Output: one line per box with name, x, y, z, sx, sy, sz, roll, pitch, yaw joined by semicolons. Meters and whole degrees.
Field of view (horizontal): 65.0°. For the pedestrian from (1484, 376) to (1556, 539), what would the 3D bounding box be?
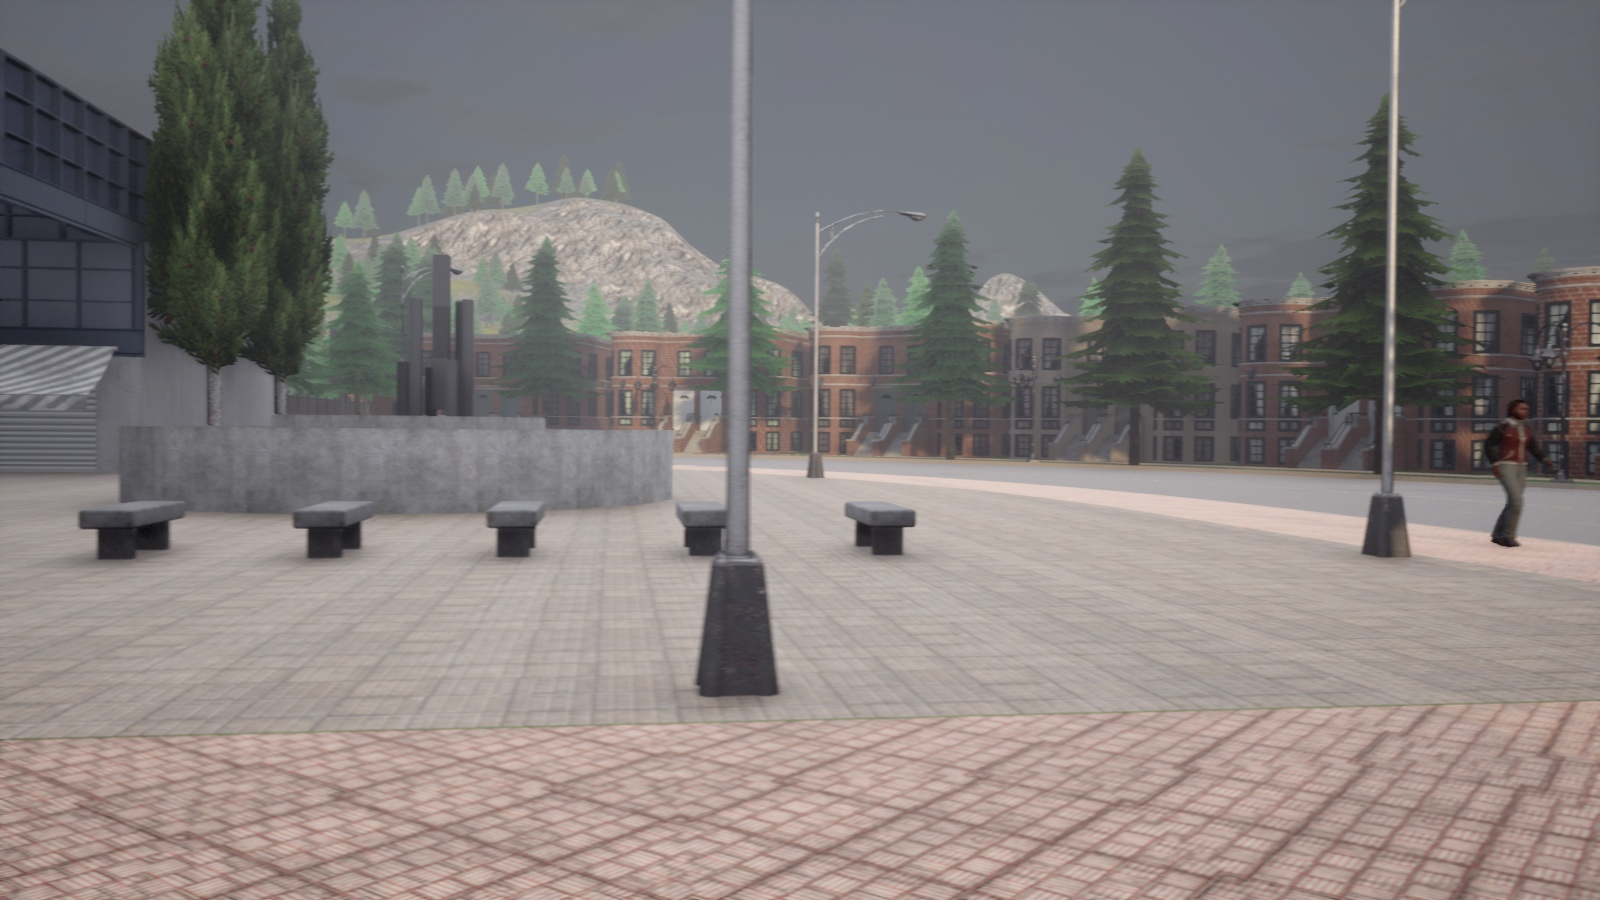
pedestrian;8.772;0.082;15.315;0.402;1.930;0.666;-1;1;-15
